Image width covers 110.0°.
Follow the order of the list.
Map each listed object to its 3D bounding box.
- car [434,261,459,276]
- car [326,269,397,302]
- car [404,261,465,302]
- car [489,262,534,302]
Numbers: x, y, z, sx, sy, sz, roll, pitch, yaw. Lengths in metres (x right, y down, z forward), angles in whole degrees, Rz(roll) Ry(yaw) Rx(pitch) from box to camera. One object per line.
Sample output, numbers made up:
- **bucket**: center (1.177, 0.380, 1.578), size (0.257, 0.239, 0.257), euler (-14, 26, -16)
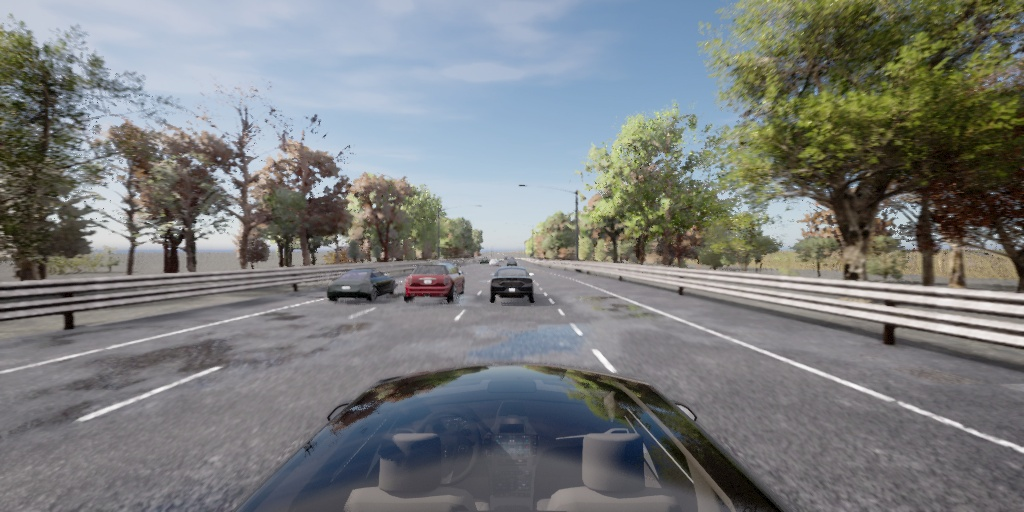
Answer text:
- **car**: center (-7.007, 1.316, 38.803), size (1.994, 1.385, 4.181), euler (0, 0, 0)
- **car**: center (-7.004, 1.313, 17.136), size (1.994, 1.385, 4.181), euler (0, 0, 0)
- **car**: center (-3.502, 1.101, 17.012), size (2.097, 1.767, 4.553), euler (0, 0, 0)
- **car**: center (-0.002, 1.227, 17.049), size (1.882, 1.535, 5.008), euler (0, 0, 0)
